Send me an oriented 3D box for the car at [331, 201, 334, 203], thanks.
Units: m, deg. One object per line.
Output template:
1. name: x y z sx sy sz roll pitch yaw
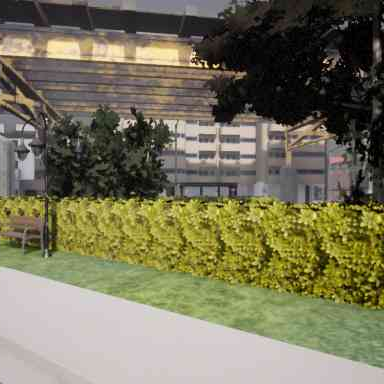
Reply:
1. car: 14.563 1.505 31.178 4.892 1.490 1.837 0 0 -9
